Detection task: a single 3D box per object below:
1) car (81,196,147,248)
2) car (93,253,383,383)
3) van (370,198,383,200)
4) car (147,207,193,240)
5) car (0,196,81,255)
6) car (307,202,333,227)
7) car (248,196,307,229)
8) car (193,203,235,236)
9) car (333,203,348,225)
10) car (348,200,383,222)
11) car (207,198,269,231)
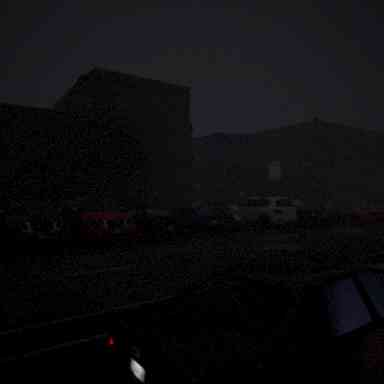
[{"bbox_3d":[-4.617,1.246,15.578,2.435,2.045,5.566,0,0,-36],"label":"car"},{"bbox_3d":[1.583,1.548,4.259,5.357,1.411,2.033,0,0,-35],"label":"car"},{"bbox_3d":[20.094,1.542,33.161,1.878,1.987,4.442,1,0,-36],"label":"van"},{"bbox_3d":[-2.389,1.507,17.201,2.097,1.535,5.008,0,0,-36],"label":"car"},{"bbox_3d":[-6.855,1.239,13.975,2.435,2.045,5.566,0,0,-36],"label":"car"},{"bbox_3d":[6.588,1.357,23.600,2.435,2.045,5.566,1,0,-36],"label":"car"},{"bbox_3d":[4.313,1.328,22.041,2.435,2.045,5.566,1,0,-36],"label":"car"},{"bbox_3d":[-0.171,1.558,18.831,2.163,1.488,4.792,1,0,-36],"label":"car"},{"bbox_3d":[8.831,1.512,25.202,2.185,1.767,4.553,1,0,-36],"label":"car"},{"bbox_3d":[13.189,1.691,28.588,1.946,1.575,5.366,1,0,-36],"label":"car"},{"bbox_3d":[2.071,1.425,20.439,2.185,1.767,4.553,1,0,-36],"label":"car"}]
